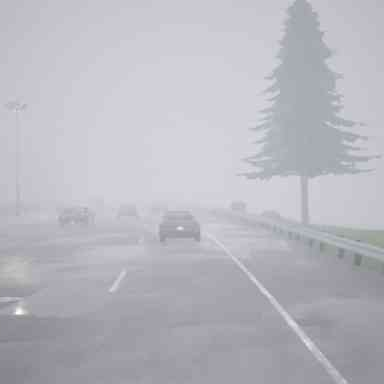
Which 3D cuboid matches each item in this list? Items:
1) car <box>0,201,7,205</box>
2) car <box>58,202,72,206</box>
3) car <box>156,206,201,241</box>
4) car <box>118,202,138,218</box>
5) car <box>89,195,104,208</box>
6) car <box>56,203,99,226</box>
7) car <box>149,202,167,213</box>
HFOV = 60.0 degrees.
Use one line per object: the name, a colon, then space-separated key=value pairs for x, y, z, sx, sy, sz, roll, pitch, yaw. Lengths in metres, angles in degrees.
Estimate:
car: x=-29.148 y=2.034 z=49.821 sx=1.994 sy=1.385 sz=4.181 roll=-1 pitch=0 yaw=-18
car: x=-15.104 y=1.890 z=40.184 sx=1.895 sy=1.301 sz=4.718 roll=-1 pitch=0 yaw=-14
car: x=-0.706 y=1.626 z=17.146 sx=1.994 sy=1.385 sz=4.181 roll=-1 pitch=0 yaw=-5
car: x=-6.192 y=1.716 z=32.147 sx=2.033 sy=1.411 sz=5.357 roll=-1 pitch=0 yaw=-11
car: x=-15.899 y=1.568 z=55.435 sx=2.150 sy=2.045 sz=5.566 roll=0 pitch=0 yaw=-20
car: x=-8.517 y=1.772 z=25.001 sx=1.895 sy=1.301 sz=4.718 roll=-1 pitch=0 yaw=-8
car: x=-3.956 y=1.766 z=38.785 sx=1.895 sy=1.301 sz=4.718 roll=-1 pitch=0 yaw=-12
